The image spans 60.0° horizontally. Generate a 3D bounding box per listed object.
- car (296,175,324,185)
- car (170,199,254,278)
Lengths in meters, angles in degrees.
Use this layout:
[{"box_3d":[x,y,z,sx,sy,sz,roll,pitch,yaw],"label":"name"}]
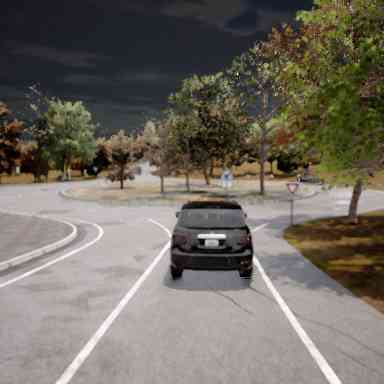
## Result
[{"box_3d":[18.720,-1.925,52.961,2.128,1.511,4.902,-2,6,-24],"label":"car"},{"box_3d":[0.595,1.230,10.486,2.150,2.045,5.566,0,1,3],"label":"car"}]
